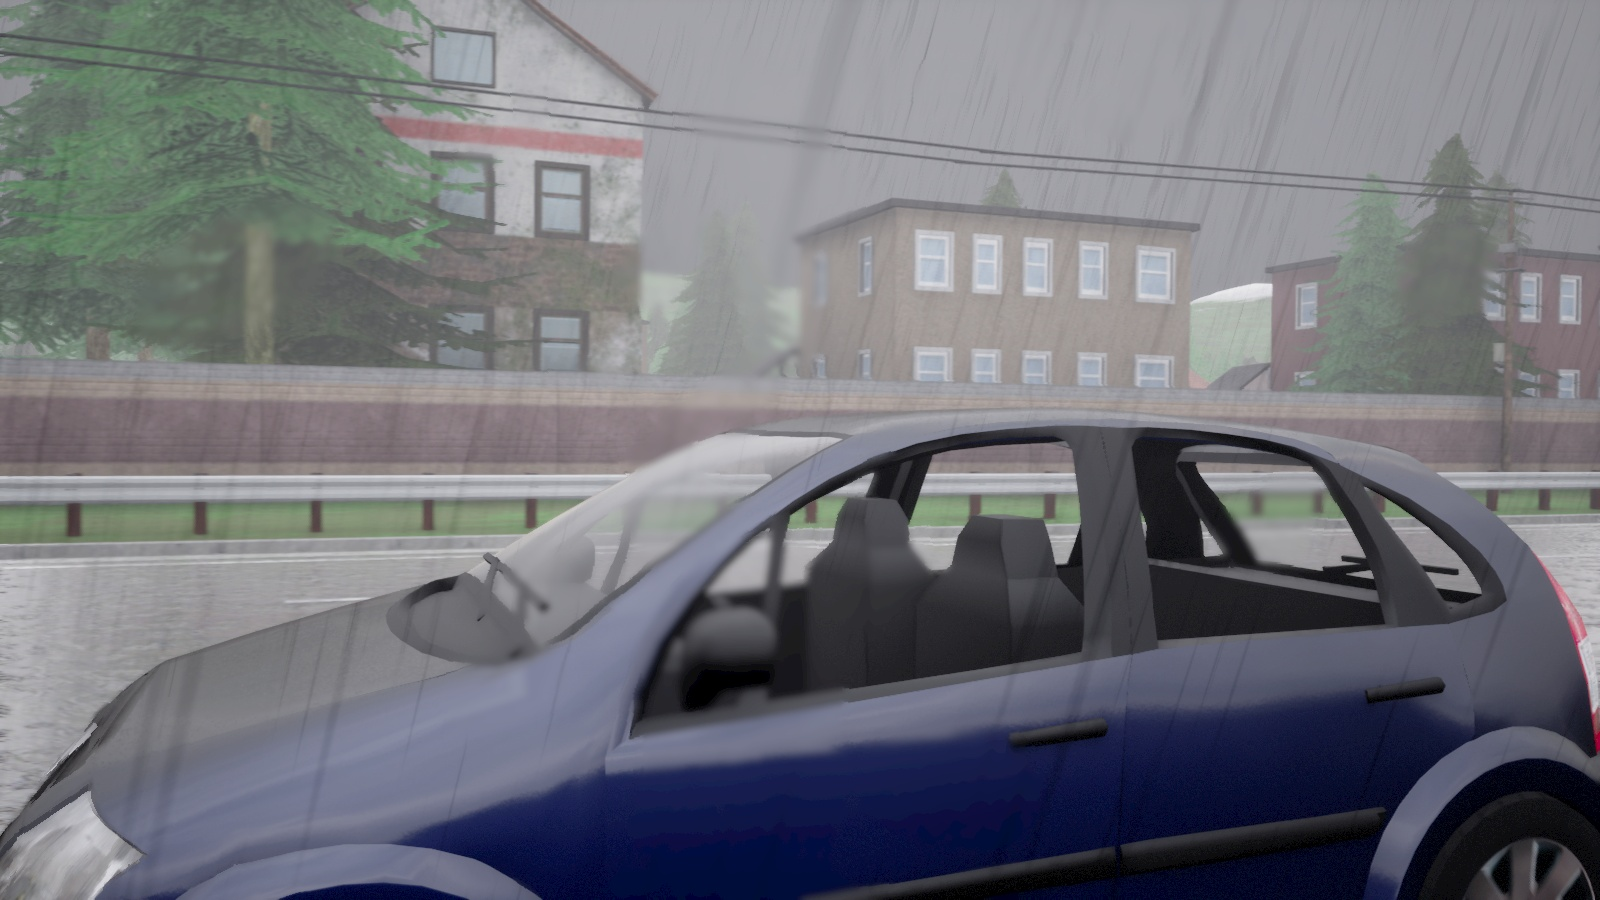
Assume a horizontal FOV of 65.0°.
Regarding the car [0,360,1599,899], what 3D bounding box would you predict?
[{"bbox_3d":[0.154,0.641,3.297,3.988,1.617,1.851,-1,1,-21],"label":"car"}]
